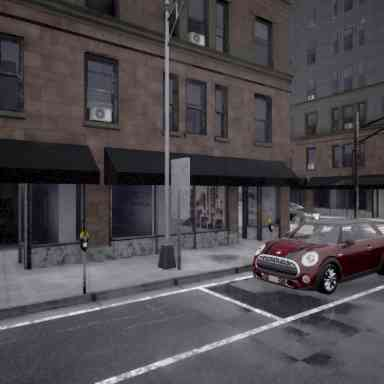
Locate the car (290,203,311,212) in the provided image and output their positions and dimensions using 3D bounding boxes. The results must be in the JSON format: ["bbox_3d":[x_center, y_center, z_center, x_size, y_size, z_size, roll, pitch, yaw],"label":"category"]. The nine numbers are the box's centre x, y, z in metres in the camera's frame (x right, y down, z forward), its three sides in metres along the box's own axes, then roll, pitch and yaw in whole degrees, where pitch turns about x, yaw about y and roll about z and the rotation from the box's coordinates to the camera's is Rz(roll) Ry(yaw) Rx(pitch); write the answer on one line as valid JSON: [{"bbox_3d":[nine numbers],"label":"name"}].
[{"bbox_3d":[7.071,1.537,24.623,2.128,1.511,4.902,0,0,-35],"label":"car"}]

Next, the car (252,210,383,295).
[{"bbox_3d":[3.464,1.440,8.670,4.097,1.590,1.967,0,0,-36],"label":"car"}]
